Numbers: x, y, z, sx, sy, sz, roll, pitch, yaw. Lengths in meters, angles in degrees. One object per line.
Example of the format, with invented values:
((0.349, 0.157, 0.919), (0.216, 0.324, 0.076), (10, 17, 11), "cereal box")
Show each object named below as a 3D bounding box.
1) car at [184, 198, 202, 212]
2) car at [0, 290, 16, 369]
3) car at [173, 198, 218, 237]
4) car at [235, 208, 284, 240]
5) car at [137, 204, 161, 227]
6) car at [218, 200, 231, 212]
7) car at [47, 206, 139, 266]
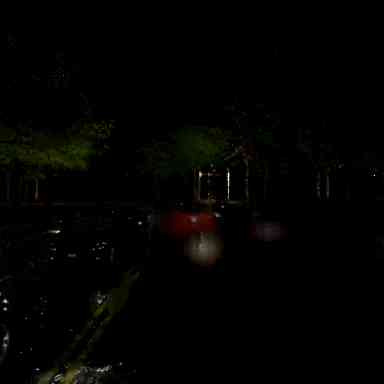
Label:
((0.090, 1.501, 40.853), (2.128, 1.511, 4.902), (0, 0, 0), "car")
((-3.342, 1.567, 2.736), (1.994, 1.385, 4.181), (0, 0, 0), "car")
((0.100, 1.369, 18.345), (2.097, 1.767, 4.553), (0, 0, 0), "car")
((3.350, 1.542, 16.901), (1.812, 1.442, 4.674), (0, 0, 0), "car")
((-3.252, 1.565, 23.512), (2.033, 1.411, 5.357), (0, 0, 0), "car")
((3.347, 1.577, 38.342), (1.994, 1.385, 4.181), (0, 0, 0), "car")
((-3.344, 1.490, 11.802), (1.882, 1.535, 5.008), (0, 0, 0), "car")
